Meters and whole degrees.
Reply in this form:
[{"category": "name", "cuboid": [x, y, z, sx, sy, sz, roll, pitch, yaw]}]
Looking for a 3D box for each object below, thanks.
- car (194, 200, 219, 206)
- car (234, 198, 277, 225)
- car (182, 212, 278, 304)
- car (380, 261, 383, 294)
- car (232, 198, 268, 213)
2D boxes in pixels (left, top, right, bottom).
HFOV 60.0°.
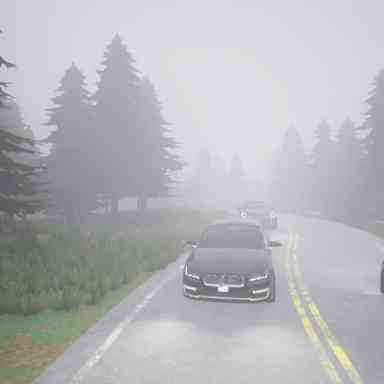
[{"category": "car", "cuboid": [1.854, 1.799, 44.838, 1.812, 1.442, 4.674, 3, -5, -35]}, {"category": "car", "cuboid": [3.846, 1.271, 20.346, 2.097, 1.767, 4.553, -1, 0, 5]}, {"category": "car", "cuboid": [1.078, 1.496, 8.389, 1.837, 1.490, 4.892, -1, 0, 12]}, {"category": "car", "cuboid": [4.487, 1.310, 4.624, 2.097, 1.767, 4.553, -1, 0, 8]}, {"category": "car", "cuboid": [6.151, 1.412, 35.719, 1.837, 1.490, 4.892, 2, -1, -16]}]
